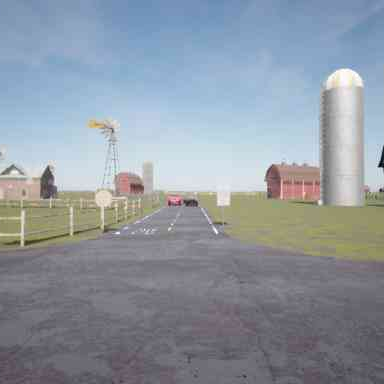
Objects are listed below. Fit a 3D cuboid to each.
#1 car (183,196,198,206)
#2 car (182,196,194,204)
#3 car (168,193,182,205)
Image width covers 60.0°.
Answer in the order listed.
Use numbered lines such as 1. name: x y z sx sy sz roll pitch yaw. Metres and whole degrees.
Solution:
1. car: -0.068 1.504 53.992 1.882 1.535 5.008 0 0 -2
2. car: -0.735 1.498 64.102 1.882 1.535 5.008 0 0 -6
3. car: -3.006 1.245 58.060 2.150 2.045 5.566 0 0 -2
